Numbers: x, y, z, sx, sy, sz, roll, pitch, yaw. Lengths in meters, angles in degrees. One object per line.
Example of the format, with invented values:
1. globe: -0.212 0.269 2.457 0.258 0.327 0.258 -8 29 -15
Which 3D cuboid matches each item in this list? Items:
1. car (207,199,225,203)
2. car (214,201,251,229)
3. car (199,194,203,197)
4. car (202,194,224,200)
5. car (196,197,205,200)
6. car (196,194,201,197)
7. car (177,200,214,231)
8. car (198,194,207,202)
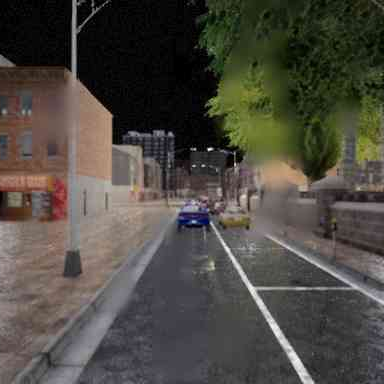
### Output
1. car: 2.649 1.603 32.154 1.802 1.307 4.206 1 0 0
2. car: 2.649 1.534 21.425 1.752 1.417 4.829 1 0 0
3. car: 2.651 1.642 64.034 1.887 1.381 4.507 1 0 0
4. car: 2.652 1.346 37.604 2.192 1.841 5.009 1 0 0
5. car: 0.105 1.576 36.683 2.033 1.411 5.357 0 0 0
6. car: 2.652 1.700 80.345 1.887 1.381 4.507 1 0 0
7. car: 0.101 1.485 20.705 1.882 1.535 5.008 0 0 0
8. car: 2.655 1.492 85.784 2.192 1.841 5.009 1 0 0
